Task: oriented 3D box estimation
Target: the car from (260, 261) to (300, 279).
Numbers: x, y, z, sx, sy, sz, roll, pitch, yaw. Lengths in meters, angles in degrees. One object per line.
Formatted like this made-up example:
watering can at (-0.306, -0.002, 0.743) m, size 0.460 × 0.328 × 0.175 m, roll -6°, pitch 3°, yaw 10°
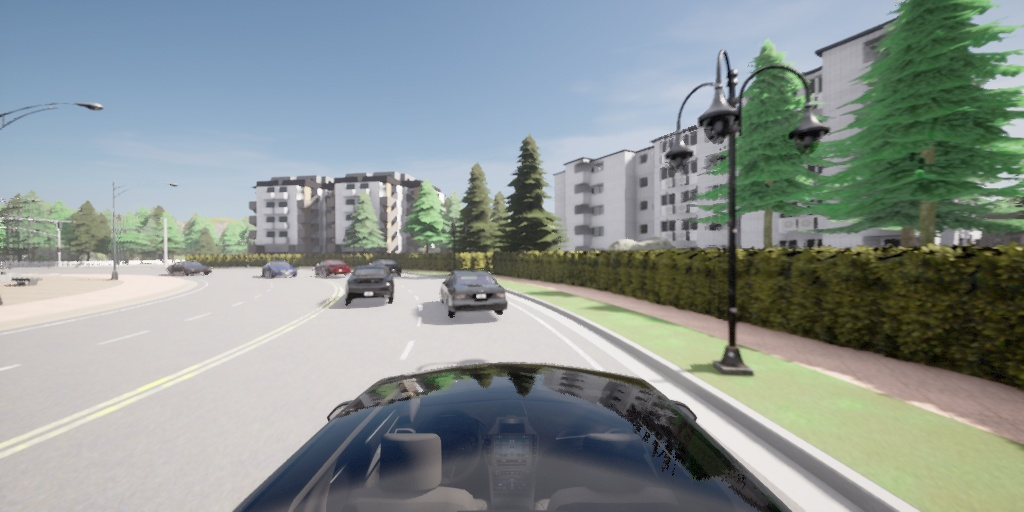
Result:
car at (-20.228, 1.159, 31.155) m, size 4.674 × 1.442 × 1.812 m, roll 0°, pitch 0°, yaw 43°

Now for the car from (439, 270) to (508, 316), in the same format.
car at (-1.546, 1.212, 12.966) m, size 2.033 × 1.411 × 5.357 m, roll 0°, pitch 0°, yaw -15°

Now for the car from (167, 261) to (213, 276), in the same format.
car at (-31.758, 1.222, 35.232) m, size 5.357 × 1.411 × 2.033 m, roll 0°, pitch 1°, yaw 27°

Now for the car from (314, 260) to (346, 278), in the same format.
car at (-16.298, 1.074, 32.388) m, size 1.882 × 1.535 × 5.008 m, roll 0°, pitch 0°, yaw -43°

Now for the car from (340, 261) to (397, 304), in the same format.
car at (-6.205, 1.175, 15.918) m, size 1.837 × 1.490 × 4.892 m, roll 0°, pitch 0°, yaw -18°

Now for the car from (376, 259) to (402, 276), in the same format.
car at (-11.610, 1.043, 32.353) m, size 1.882 × 1.535 × 5.008 m, roll 0°, pitch 0°, yaw -39°
